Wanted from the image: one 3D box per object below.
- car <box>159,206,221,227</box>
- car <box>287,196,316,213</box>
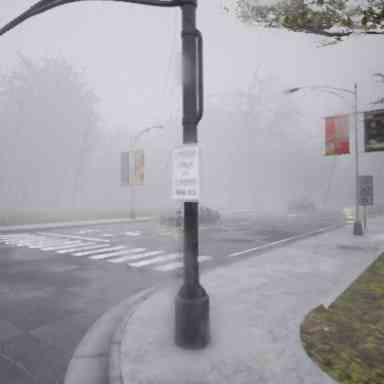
[{"bbox_3d":[0.037,1.682,23.542,2.033,1.411,5.357,-1,-1,37],"label":"car"},{"bbox_3d":[14.005,1.554,42.252,2.150,2.045,5.566,-1,-1,37],"label":"car"}]
